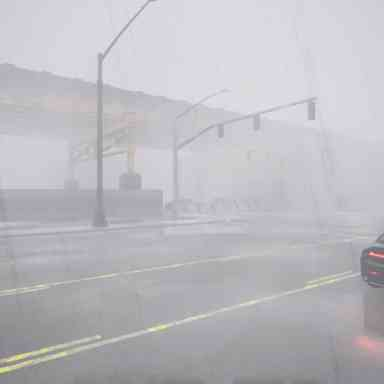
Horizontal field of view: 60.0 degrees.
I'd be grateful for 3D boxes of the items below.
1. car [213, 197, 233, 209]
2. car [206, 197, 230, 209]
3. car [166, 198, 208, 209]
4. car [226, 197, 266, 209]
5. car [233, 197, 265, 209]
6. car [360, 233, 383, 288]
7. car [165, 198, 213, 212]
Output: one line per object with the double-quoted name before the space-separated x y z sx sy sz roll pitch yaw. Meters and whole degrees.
"car" 3.256 1.452 40.738 2.038 1.542 4.974 0 0 18
"car" 3.272 1.295 40.787 1.853 1.218 4.536 0 0 18
"car" -0.546 1.295 38.068 4.536 1.218 1.853 0 0 8
"car" 7.175 1.452 44.489 4.974 1.542 2.038 0 0 -7
"car" 7.123 1.294 44.482 4.536 1.218 1.853 0 0 -7
"car" 5.958 1.504 7.995 4.892 1.490 1.837 0 0 -35
"car" -0.495 1.452 38.061 4.974 1.542 2.038 0 0 8
